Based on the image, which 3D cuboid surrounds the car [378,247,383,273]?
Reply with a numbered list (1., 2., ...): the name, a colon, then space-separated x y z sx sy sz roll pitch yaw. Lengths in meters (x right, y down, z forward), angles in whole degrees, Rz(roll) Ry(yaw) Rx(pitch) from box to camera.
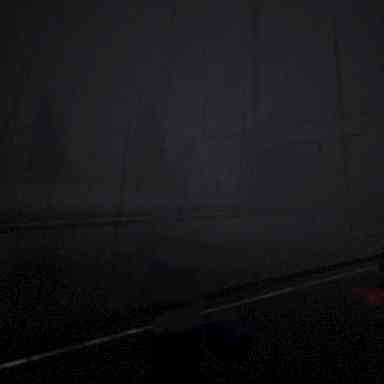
1. car: 7.029 1.520 8.803 5.357 1.411 2.033 0 0 -35
